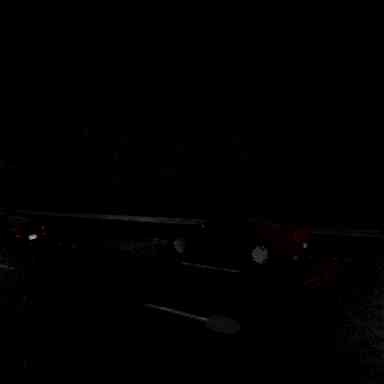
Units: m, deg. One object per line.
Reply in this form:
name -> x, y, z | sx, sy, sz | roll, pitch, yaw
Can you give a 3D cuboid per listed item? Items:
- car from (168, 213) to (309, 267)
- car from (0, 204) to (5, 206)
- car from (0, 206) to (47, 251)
car -> 1.433, 1.480, 11.568 | 5.008, 1.535, 1.882 | 0, 0, 35
car -> -13.565, 1.488, 21.923 | 5.008, 1.535, 1.882 | 0, 0, 33
car -> -7.930, 1.532, 13.914 | 4.674, 1.442, 1.812 | 0, 0, 35
